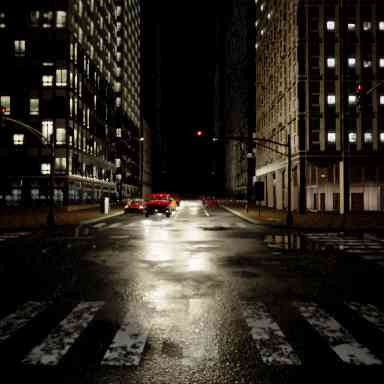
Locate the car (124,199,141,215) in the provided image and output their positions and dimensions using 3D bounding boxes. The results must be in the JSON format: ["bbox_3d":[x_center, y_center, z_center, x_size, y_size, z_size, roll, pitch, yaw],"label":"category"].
[{"bbox_3d":[-5.623,1.453,33.815,1.967,1.590,4.097,1,0,0],"label":"car"}]

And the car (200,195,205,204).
[{"bbox_3d":[2.789,1.547,56.341,1.752,1.417,4.829,1,0,0],"label":"car"}]

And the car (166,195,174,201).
[{"bbox_3d":[-5.551,1.578,83.992,1.887,1.381,4.507,1,0,0],"label":"car"}]

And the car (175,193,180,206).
[{"bbox_3d":[-3.013,1.241,52.069,2.150,2.045,5.566,0,0,0],"label":"car"}]

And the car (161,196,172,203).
[{"bbox_3d":[-5.567,1.574,72.841,1.887,1.381,4.507,1,0,0],"label":"car"}]

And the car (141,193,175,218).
[{"bbox_3d":[-3.047,1.233,31.144,2.150,2.045,5.566,0,0,0],"label":"car"}]

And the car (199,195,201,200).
[{"bbox_3d":[2.796,1.590,61.748,1.947,1.339,4.313,1,0,0],"label":"car"}]

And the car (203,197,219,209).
[{"bbox_3d":[2.770,1.599,45.015,1.802,1.307,4.206,1,0,0],"label":"car"}]

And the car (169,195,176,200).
[{"bbox_3d":[-5.535,1.605,95.142,1.947,1.339,4.313,1,0,0],"label":"car"}]

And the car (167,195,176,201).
[{"bbox_3d":[-5.543,1.587,89.567,2.008,1.369,4.403,1,0,0],"label":"car"}]

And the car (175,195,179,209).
[{"bbox_3d":[-3.036,1.494,41.571,1.882,1.535,5.008,0,0,0],"label":"car"}]

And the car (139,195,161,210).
[{"bbox_3d":[-5.604,1.332,44.966,2.192,1.841,5.009,1,0,0],"label":"car"}]

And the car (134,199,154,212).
[{"bbox_3d":[-5.618,1.597,39.390,1.802,1.307,4.206,1,0,0],"label":"car"}]
